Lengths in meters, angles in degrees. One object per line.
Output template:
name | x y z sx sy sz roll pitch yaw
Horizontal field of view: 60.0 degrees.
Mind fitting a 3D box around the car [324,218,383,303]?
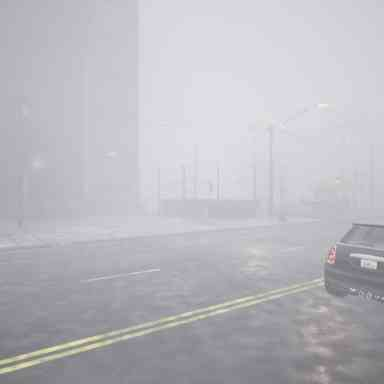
car | 5.001 1.352 7.357 4.553 1.767 2.097 0 0 -35

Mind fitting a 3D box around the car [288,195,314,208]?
car | 14.988 1.254 45.871 4.553 1.767 2.185 0 0 -36

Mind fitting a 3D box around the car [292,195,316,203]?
car | 21.907 1.420 64.929 4.674 1.452 2.002 0 0 -36

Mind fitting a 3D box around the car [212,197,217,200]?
car | 4.259 1.575 60.449 4.718 1.301 1.895 0 0 -36

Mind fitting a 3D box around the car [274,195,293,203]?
car | 19.002 1.452 68.932 3.806 1.475 1.970 0 0 -36
